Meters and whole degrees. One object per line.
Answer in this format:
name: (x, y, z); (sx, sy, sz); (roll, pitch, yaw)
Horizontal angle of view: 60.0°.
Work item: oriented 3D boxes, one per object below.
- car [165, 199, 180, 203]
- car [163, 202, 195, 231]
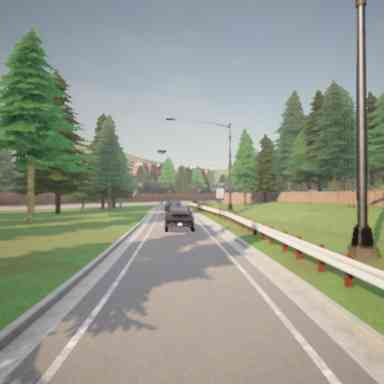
car: (-2.270, 1.679, 40.656); (2.097, 1.767, 4.553); (0, 0, -5)
car: (-0.850, 1.682, 22.083); (1.837, 1.490, 4.892); (0, 0, -3)
